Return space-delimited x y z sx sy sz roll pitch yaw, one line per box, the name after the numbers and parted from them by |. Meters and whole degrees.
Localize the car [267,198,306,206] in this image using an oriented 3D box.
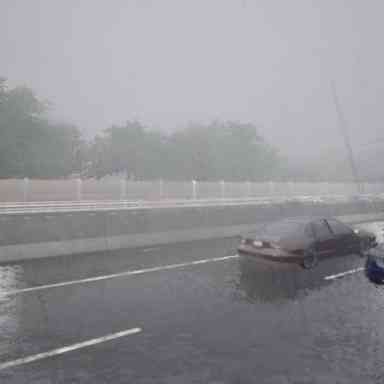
10.590 1.389 37.331 4.718 1.301 1.895 -1 0 -35 | car

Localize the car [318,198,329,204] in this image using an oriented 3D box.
15.606 1.320 36.602 4.181 1.385 1.994 -1 0 -35 | car

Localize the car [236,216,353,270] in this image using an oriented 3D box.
3.902 1.484 10.826 5.357 1.411 2.033 0 0 -35 | car

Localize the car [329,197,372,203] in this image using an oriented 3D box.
16.085 1.264 32.651 4.902 1.511 2.128 -1 0 -36 | car

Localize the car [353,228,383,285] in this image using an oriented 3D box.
6.057 1.499 8.065 4.181 1.385 1.994 0 0 -35 | car
